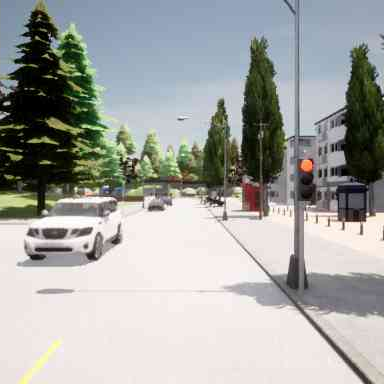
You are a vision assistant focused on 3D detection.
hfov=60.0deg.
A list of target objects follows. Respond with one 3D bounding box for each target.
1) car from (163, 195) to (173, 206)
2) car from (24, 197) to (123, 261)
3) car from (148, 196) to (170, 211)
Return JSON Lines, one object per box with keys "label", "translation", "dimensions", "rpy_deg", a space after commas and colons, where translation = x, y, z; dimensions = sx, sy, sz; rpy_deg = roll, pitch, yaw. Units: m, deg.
{"label": "car", "translation": [-4.118, 1.564, 52.962], "dimensions": [1.994, 1.385, 4.181], "rpy_deg": [0, 0, 0]}
{"label": "car", "translation": [-4.110, 1.222, 12.601], "dimensions": [2.150, 2.045, 5.566], "rpy_deg": [0, 0, 0]}
{"label": "car", "translation": [-4.129, 1.547, 40.160], "dimensions": [2.033, 1.411, 5.357], "rpy_deg": [0, 0, 0]}
